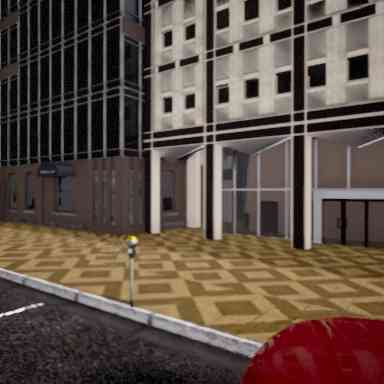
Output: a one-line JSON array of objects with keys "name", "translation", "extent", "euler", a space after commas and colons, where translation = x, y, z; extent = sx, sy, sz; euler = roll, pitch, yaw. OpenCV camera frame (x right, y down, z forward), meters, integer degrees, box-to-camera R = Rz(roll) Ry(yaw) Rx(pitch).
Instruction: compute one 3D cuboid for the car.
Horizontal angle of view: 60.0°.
[{"name": "car", "translation": [2.467, 1.325, 1.119], "extent": [5.009, 1.841, 2.192], "euler": [0, 0, 36]}]
